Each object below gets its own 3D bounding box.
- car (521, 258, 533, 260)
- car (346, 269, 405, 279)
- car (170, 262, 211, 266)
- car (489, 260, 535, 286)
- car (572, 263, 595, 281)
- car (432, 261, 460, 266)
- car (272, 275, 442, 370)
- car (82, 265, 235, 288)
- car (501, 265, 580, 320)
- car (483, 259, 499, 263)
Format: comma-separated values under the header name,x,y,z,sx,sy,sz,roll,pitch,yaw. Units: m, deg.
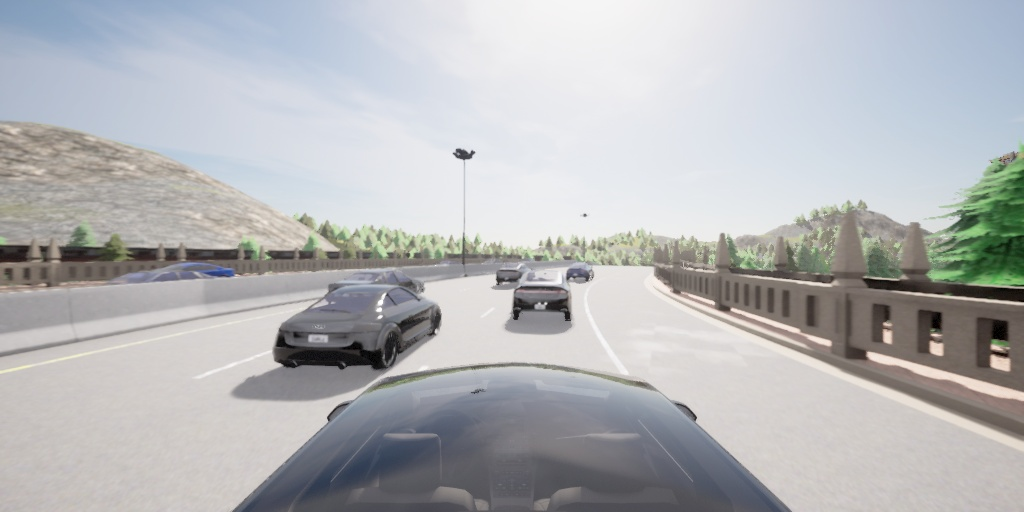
name,x,y,z,sx,sy,sz,roll,pitch,yaw
car,2.237,1.108,58.373,2.097,1.767,4.553,0,0,23
car,-5.556,1.272,15.349,2.033,1.411,5.357,0,0,10
car,-18.892,1.145,20.756,1.882,1.535,5.008,0,0,12
car,0.319,1.241,25.026,2.128,1.511,4.902,0,0,16
car,5.789,1.299,30.352,1.812,1.442,4.674,0,0,20
car,-7.837,1.262,43.825,2.033,1.411,5.357,0,0,23
car,-2.949,1.301,7.772,1.994,1.385,4.181,0,0,5
car,-13.125,1.240,13.306,2.033,1.411,5.357,0,0,8
car,1.156,1.246,12.662,2.128,1.511,4.902,0,0,8
car,-3.399,1.242,62.992,2.128,1.511,4.902,0,0,23
